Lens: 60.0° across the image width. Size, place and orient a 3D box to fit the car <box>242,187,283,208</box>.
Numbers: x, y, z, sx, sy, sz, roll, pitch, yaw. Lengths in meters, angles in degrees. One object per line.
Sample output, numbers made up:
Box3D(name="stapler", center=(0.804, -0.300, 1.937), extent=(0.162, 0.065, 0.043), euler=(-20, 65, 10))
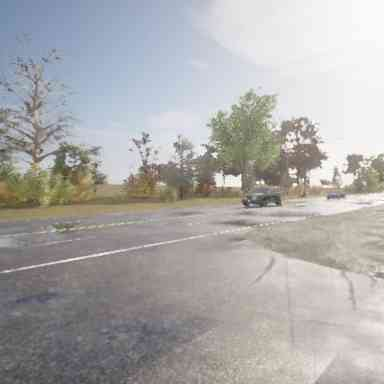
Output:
Box3D(name="car", center=(7.287, 0.475, 34.091), extent=(2.150, 2.045, 5.566), euler=(0, 1, 41))

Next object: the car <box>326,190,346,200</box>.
Box3D(name="car", center=(22.494, 0.461, 51.711), extent=(1.837, 1.490, 4.892), euler=(0, 0, 41))
